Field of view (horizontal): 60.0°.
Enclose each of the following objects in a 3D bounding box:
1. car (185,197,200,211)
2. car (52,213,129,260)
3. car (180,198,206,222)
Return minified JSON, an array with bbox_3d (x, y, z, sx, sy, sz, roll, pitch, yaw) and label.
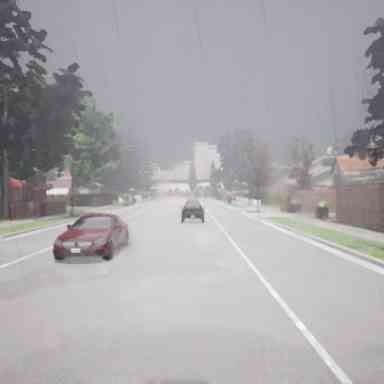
[{"bbox_3d":[0.076,1.531,43.792,1.882,1.535,5.008,0,0,0],"label":"car"},{"bbox_3d":[-3.587,1.553,12.640,1.812,1.442,4.674,0,0,0],"label":"car"},{"bbox_3d":[0.069,1.562,27.279,1.837,1.490,4.892,0,0,0],"label":"car"}]
